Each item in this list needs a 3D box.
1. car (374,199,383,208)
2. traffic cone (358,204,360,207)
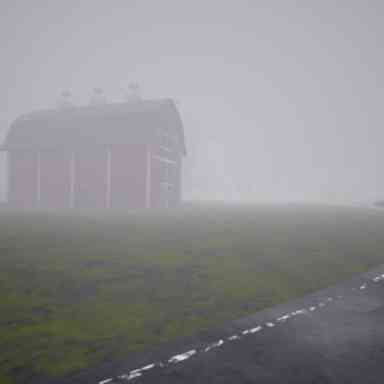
[{"bbox_3d":[27.578,1.670,46.952,1.895,1.301,4.718,1,0,8],"label":"car"},{"bbox_3d":[26.164,1.985,52.147,0.340,0.580,0.340,1,0,4],"label":"traffic cone"}]
